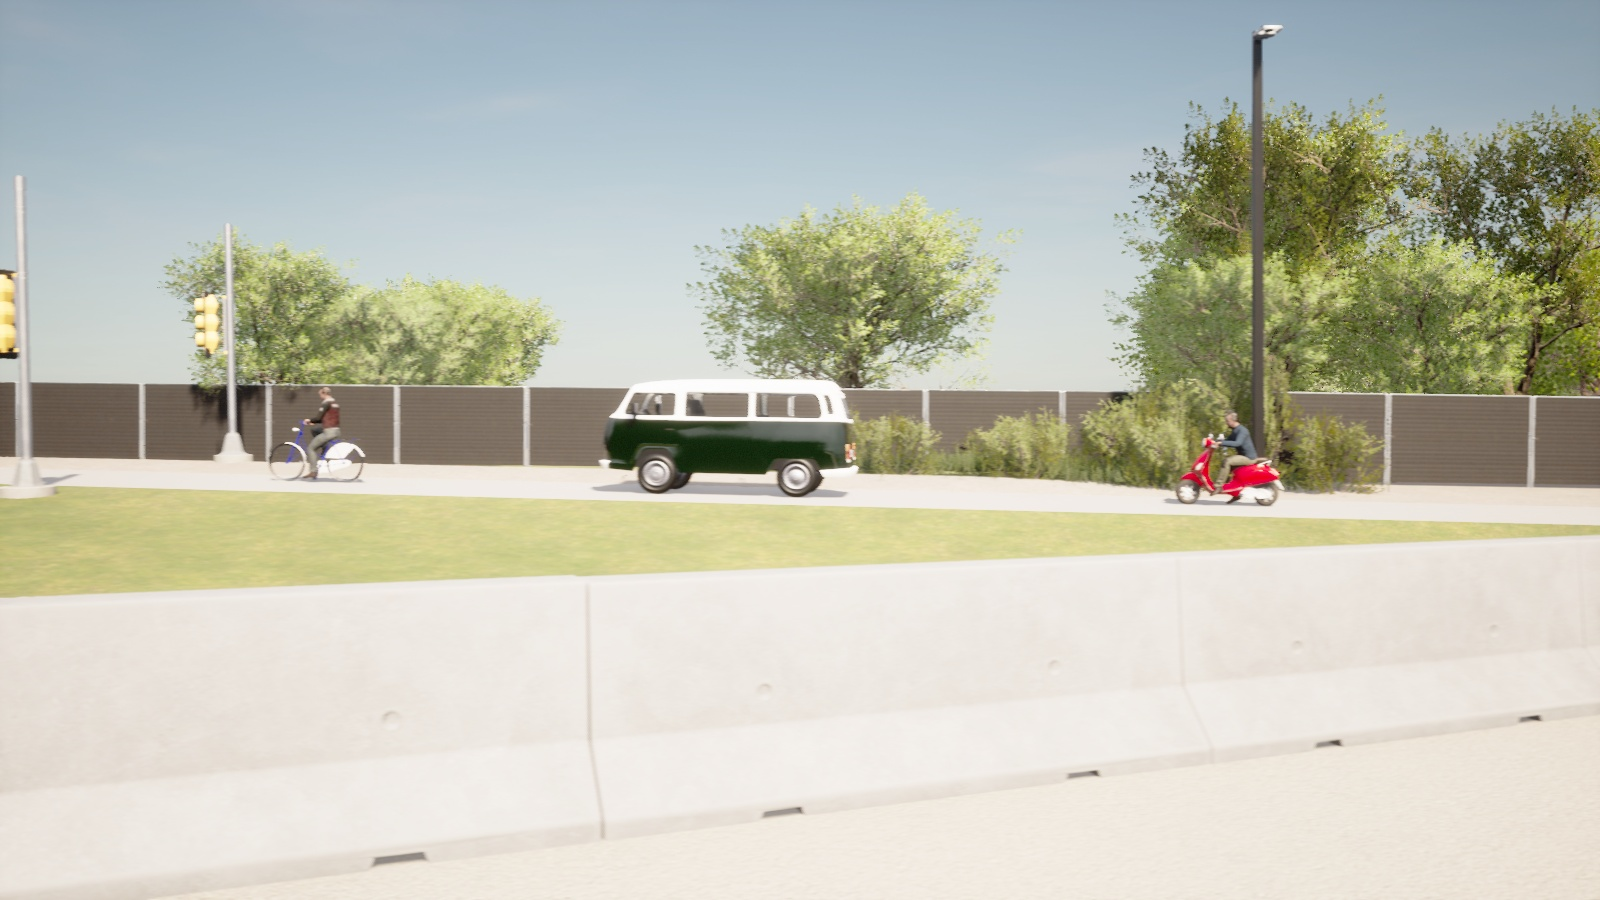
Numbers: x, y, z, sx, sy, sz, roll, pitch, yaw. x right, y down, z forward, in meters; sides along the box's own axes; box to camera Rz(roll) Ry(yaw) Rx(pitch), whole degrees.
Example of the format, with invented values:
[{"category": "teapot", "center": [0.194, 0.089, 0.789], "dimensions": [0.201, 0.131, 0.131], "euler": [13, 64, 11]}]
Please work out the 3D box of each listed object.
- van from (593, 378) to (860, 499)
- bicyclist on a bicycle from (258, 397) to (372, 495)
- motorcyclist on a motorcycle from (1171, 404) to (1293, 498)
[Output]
[{"category": "van", "center": [-1.232, -0.225, 22.431], "dimensions": [4.480, 2.038, 2.069], "euler": [0, 2, 6]}, {"category": "bicyclist on a bicycle", "center": [-8.974, -0.081, 23.265], "dimensions": [1.843, 1.776, 0.659], "euler": [0, 2, 6]}, {"category": "motorcyclist on a motorcycle", "center": [7.412, 0.005, 21.606], "dimensions": [1.817, 1.590, 0.866], "euler": [0, 2, 4]}]
